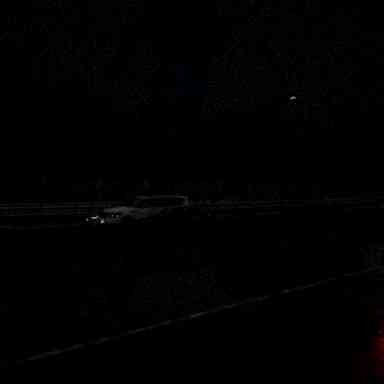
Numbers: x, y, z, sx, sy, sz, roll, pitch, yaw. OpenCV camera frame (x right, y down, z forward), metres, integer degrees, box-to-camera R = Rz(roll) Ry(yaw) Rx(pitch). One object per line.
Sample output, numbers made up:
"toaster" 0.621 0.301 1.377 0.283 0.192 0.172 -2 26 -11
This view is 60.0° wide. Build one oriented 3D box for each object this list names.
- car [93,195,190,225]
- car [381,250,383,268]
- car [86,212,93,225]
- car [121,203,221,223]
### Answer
"car" -2.505 1.219 19.341 5.566 2.045 2.150 0 0 -35
"car" 6.981 1.608 8.649 4.718 1.301 1.895 0 0 -35
"car" -4.561 1.500 22.169 4.892 1.490 1.837 0 0 -35
"car" -0.695 1.504 16.331 4.892 1.490 1.837 0 0 -35
